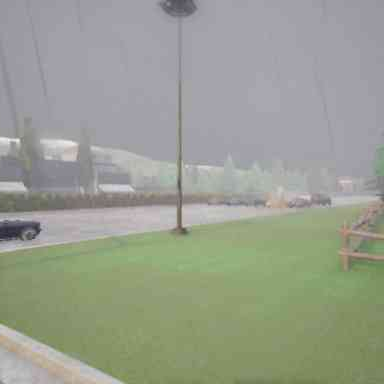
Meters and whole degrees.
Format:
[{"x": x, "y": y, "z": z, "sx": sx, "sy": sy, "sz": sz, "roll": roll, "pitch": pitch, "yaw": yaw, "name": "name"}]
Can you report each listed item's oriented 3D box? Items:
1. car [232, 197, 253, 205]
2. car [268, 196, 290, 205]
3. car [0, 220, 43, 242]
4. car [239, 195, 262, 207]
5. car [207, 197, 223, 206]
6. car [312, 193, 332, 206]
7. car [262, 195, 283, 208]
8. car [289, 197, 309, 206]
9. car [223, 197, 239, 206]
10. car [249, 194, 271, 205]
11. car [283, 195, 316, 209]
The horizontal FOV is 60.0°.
[{"x": 9.527, "y": 1.586, "z": 61.945, "sx": 1.895, "sy": 1.301, "sz": 4.718, "roll": 0, "pitch": 0, "yaw": 37, "name": "car"}, {"x": 15.136, "y": 1.480, "z": 57.757, "sx": 2.128, "sy": 1.511, "sz": 4.902, "roll": 0, "pitch": 0, "yaw": 37, "name": "car"}, {"x": -8.847, "y": 1.592, "z": 14.070, "sx": 1.895, "sy": 1.301, "sz": 4.718, "roll": 0, "pitch": 0, "yaw": 29, "name": "car"}, {"x": 9.635, "y": 1.480, "z": 50.227, "sx": 2.128, "sy": 1.511, "sz": 4.902, "roll": 0, "pitch": 0, "yaw": 37, "name": "car"}, {"x": 4.345, "y": 1.548, "z": 54.841, "sx": 1.994, "sy": 1.385, "sz": 4.181, "roll": 0, "pitch": 0, "yaw": 37, "name": "car"}, {"x": 20.781, "y": 1.214, "z": 53.617, "sx": 2.150, "sy": 2.045, "sz": 5.566, "roll": 0, "pitch": 0, "yaw": 37, "name": "car"}, {"x": 12.426, "y": 1.468, "z": 48.118, "sx": 1.882, "sy": 1.535, "sz": 5.008, "roll": 0, "pitch": 0, "yaw": 37, "name": "car"}, {"x": 17.967, "y": 1.592, "z": 55.699, "sx": 1.895, "sy": 1.301, "sz": 4.718, "roll": 0, "pitch": 0, "yaw": 37, "name": "car"}, {"x": 7.244, "y": 1.551, "z": 52.866, "sx": 1.994, "sy": 1.385, "sz": 4.181, "roll": 0, "pitch": 0, "yaw": 37, "name": "car"}, {"x": 12.305, "y": 1.339, "z": 59.815, "sx": 2.097, "sy": 1.767, "sz": 4.553, "roll": 0, "pitch": 0, "yaw": 37, "name": "car"}, {"x": 14.728, "y": 1.540, "z": 45.353, "sx": 2.033, "sy": 1.411, "sz": 5.357, "roll": 0, "pitch": 0, "yaw": 37, "name": "car"}]
